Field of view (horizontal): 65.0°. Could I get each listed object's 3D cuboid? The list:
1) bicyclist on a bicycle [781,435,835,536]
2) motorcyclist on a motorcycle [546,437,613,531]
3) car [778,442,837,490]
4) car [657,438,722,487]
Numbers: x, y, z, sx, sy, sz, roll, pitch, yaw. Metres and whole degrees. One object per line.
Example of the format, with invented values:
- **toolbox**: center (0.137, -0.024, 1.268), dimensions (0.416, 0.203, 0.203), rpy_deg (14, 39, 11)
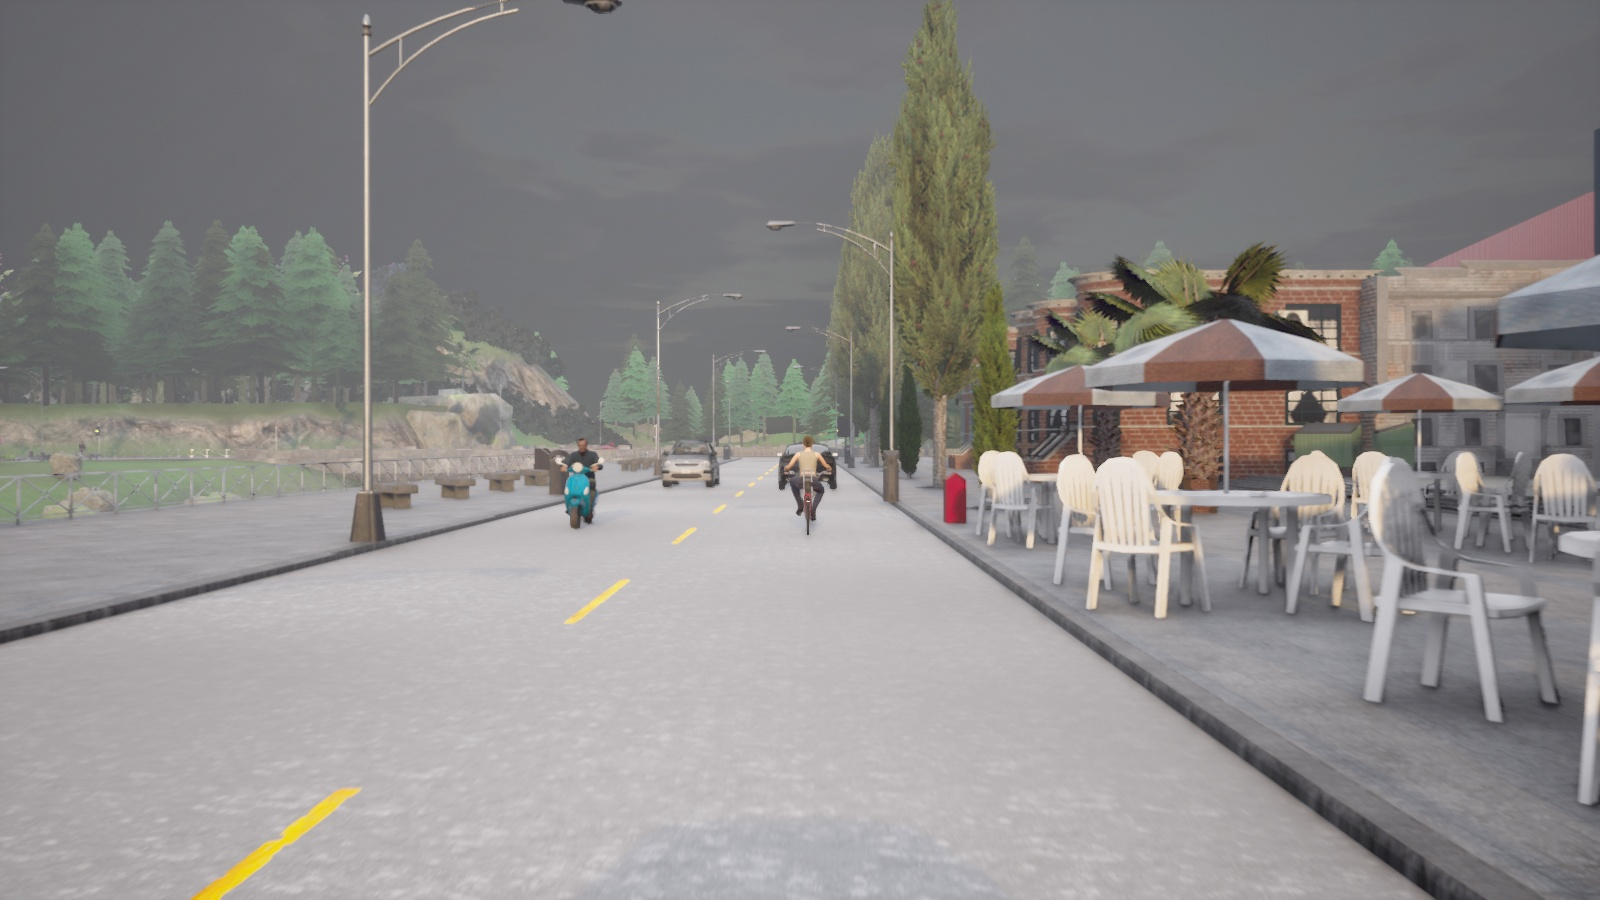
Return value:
- **bicyclist on a bicycle**: center (0.131, 0.566, 20.825), dimensions (0.866, 1.612, 1.509), rpy_deg (0, 0, 0)
- **motorcyclist on a motorcycle**: center (-3.861, 0.572, 22.124), dimensions (0.866, 1.590, 1.817), rpy_deg (0, 0, 0)
- **car**: center (0.249, 0.486, 42.252), dimensions (1.882, 1.535, 5.008), rpy_deg (0, 0, 0)
- **car**: center (-3.745, 0.398, 43.207), dimensions (1.851, 1.617, 3.988), rpy_deg (0, 0, 0)
